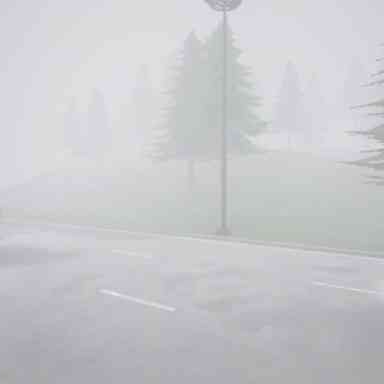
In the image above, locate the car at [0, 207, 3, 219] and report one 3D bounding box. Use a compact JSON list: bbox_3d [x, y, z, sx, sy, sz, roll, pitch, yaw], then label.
[{"bbox_3d":[-15.363,1.302,23.540,5.008,1.535,1.882,0,0,35],"label":"car"}]
